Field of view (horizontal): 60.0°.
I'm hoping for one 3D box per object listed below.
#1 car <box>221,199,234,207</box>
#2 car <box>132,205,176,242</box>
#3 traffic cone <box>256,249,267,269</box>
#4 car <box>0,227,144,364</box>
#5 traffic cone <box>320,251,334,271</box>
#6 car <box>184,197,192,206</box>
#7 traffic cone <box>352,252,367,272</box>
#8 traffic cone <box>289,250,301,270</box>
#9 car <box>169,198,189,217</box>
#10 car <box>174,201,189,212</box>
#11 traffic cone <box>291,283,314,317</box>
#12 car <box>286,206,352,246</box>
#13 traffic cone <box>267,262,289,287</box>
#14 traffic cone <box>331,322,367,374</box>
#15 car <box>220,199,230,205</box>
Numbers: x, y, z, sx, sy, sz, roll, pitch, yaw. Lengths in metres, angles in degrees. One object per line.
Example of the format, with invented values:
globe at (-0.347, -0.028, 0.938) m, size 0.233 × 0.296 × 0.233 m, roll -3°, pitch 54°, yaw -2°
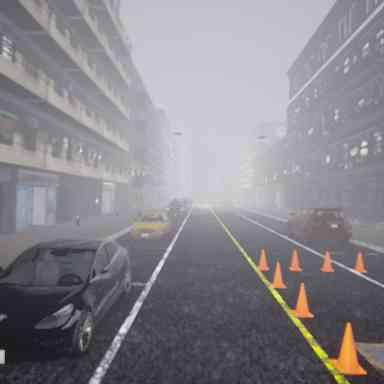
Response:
car at (7.527, 2.276, 68.013) m, size 1.752 × 1.417 × 4.829 m, roll 2°, pitch 0°, yaw 1°
car at (-2.022, 1.626, 17.158) m, size 1.752 × 1.417 × 4.829 m, roll 2°, pitch 0°, yaw 1°
traffic cone at (2.228, 2.099, 10.444) m, size 0.340 × 0.580 × 0.340 m, roll 1°, pitch 0°, yaw 1°
car at (-2.278, 1.565, 6.058) m, size 1.947 × 1.339 × 4.313 m, roll 2°, pitch 0°, yaw 1°
traffic cone at (4.227, 2.146, 10.399) m, size 0.340 × 0.580 × 0.340 m, roll 1°, pitch 0°, yaw 1°
car at (-1.494, 1.619, 39.870) m, size 2.192 × 1.841 × 5.009 m, roll 2°, pitch 0°, yaw 1°
traffic cone at (5.227, 2.169, 10.375) m, size 0.340 × 0.580 × 0.340 m, roll 1°, pitch 0°, yaw 1°
traffic cone at (3.228, 2.123, 10.422) m, size 0.340 × 0.580 × 0.340 m, roll 1°, pitch 0°, yaw 1°
car at (-1.628, 1.693, 34.234) m, size 1.967 × 1.590 × 4.097 m, roll 2°, pitch 0°, yaw 1°
car at (-1.373, 1.936, 45.502) m, size 1.802 × 1.307 × 4.206 m, roll 2°, pitch 0°, yaw 1°
traffic cone at (2.137, 2.063, 6.447) m, size 0.340 × 0.580 × 0.340 m, roll 1°, pitch 0°, yaw 1°
car at (6.364, 1.613, 17.132) m, size 2.192 × 1.841 × 5.009 m, roll 2°, pitch 0°, yaw 1°
traffic cone at (2.182, 2.081, 8.445) m, size 0.340 × 0.580 × 0.340 m, roll 1°, pitch 0°, yaw 1°
traffic cone at (2.090, 2.044, 4.447) m, size 0.340 × 0.580 × 0.340 m, roll 1°, pitch 0°, yaw 1°
car at (7.781, 2.392, 79.112) m, size 1.887 × 1.381 × 4.507 m, roll 2°, pitch 0°, yaw 1°
